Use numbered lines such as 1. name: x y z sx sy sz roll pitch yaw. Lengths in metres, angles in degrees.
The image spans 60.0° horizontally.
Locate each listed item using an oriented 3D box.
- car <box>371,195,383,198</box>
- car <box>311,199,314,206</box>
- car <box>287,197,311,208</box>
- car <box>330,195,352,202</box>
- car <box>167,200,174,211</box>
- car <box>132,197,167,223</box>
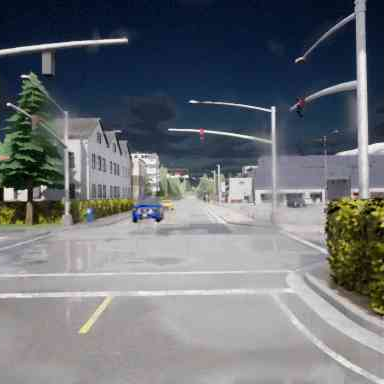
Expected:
1. car: 19.112 1.183 31.306 1.905 1.878 3.866 -1 -1 0
2. car: 19.059 1.573 56.231 1.970 1.475 3.806 -1 -1 0
3. car: 15.416 1.629 49.172 2.007 1.523 4.514 -1 -1 0
4. car: 25.474 1.398 56.573 2.152 1.636 5.027 -1 -1 0
5. car: -3.594 1.893 47.279 1.882 1.535 5.008 -1 0 0
6. car: -3.613 1.457 28.123 2.150 2.045 5.566 -1 0 0
